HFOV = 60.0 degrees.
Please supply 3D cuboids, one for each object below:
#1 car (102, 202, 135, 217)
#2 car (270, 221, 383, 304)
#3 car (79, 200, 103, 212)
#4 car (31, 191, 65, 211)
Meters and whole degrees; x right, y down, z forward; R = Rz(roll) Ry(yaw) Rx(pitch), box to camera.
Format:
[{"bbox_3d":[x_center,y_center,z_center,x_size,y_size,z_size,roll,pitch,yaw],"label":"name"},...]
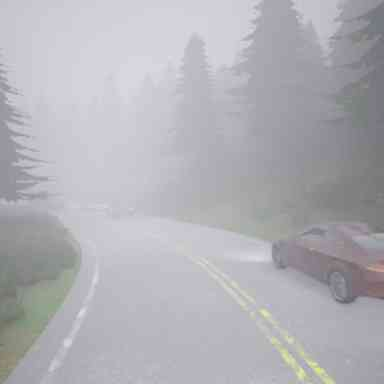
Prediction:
[{"bbox_3d":[-6.931,1.649,31.760,1.895,1.301,4.718,-3,1,-25],"label":"car"},{"bbox_3d":[3.490,1.427,7.894,1.812,1.442,4.674,-1,1,-10],"label":"car"},{"bbox_3d":[-12.397,1.684,41.585,1.895,1.301,4.718,-5,5,-41],"label":"car"},{"bbox_3d":[-18.269,1.113,41.765,5.566,2.045,2.150,9,10,35],"label":"car"}]
